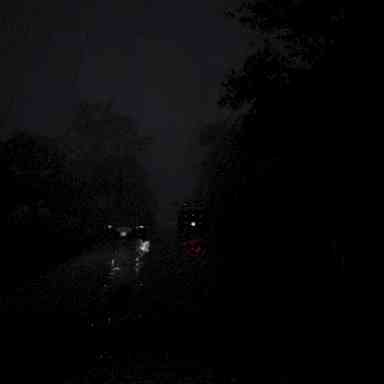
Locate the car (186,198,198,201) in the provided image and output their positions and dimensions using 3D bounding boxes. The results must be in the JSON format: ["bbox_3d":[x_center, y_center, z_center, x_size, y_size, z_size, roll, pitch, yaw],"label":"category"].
[{"bbox_3d":[-0.012,1.531,38.684,2.097,1.767,4.553,0,-1,0],"label":"car"}]

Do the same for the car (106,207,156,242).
[{"bbox_3d":[-2.875,1.503,16.446,2.128,1.511,4.902,0,0,0],"label":"car"}]

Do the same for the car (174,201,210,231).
[{"bbox_3d":[0.064,1.530,20.898,1.837,1.490,4.892,0,0,0],"label":"car"}]

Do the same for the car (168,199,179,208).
[{"bbox_3d":[-3.059,1.997,57.735,1.882,1.535,5.008,0,-1,0],"label":"car"}]
